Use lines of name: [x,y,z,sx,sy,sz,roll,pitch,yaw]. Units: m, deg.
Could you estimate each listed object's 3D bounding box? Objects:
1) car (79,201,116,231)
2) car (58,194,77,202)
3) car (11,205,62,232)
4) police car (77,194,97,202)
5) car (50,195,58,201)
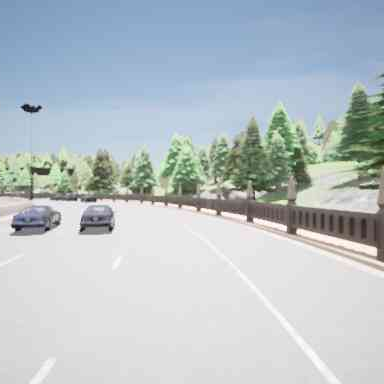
car: [-5.669,1.485,20.211,2.033,1.411,5.357,0,0,-12]
car: [-26.523,1.152,71.972,2.097,1.767,4.553,0,0,-41]
car: [-9.167,1.498,19.951,2.033,1.411,5.357,0,0,-12]
police car: [-19.778,1.237,63.504,1.930,1.638,5.238,0,0,-36]
car: [-31.035,1.323,76.805,1.812,1.442,4.674,0,0,-45]
